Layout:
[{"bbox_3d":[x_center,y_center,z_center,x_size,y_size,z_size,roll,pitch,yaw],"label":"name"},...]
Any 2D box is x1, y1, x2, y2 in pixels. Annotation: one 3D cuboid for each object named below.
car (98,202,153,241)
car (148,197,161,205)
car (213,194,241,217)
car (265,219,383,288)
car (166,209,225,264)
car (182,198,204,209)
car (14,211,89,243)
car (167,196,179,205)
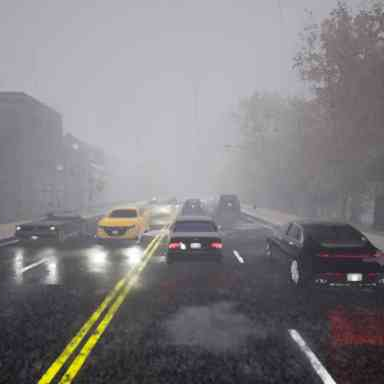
[{"bbox_3d":[-3.356,1.488,17.010,1.882,1.535,5.008,0,0,0],"label":"car"},{"bbox_3d":[-6.551,1.582,58.266,2.033,1.411,5.357,0,0,1],"label":"car"},{"bbox_3d":[3.341,1.241,32.174,2.150,2.045,5.566,0,0,0],"label":"car"},{"bbox_3d":[3.347,1.511,9.265,1.837,1.490,4.892,0,0,0],"label":"car"},{"bbox_3d":[0.094,1.555,11.868,2.033,1.411,5.357,0,0,0],"label":"car"},{"bbox_3d":[0.091,1.372,32.590,2.097,1.767,4.553,0,0,0],"label":"car"},{"bbox_3d":[-6.605,1.611,16.180,1.895,1.301,4.718,0,0,0],"label":"car"},{"bbox_3d":[-3.317,1.539,58.653,1.837,1.490,4.892,0,0,1],"label":"car"}]
